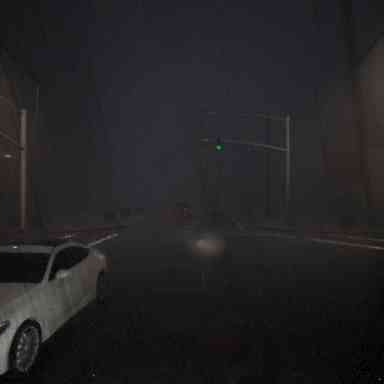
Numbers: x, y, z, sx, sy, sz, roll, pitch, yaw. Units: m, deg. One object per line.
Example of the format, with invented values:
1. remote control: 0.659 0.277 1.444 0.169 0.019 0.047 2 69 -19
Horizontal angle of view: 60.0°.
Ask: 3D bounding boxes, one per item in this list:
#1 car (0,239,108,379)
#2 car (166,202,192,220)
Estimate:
1. car: -2.867 1.617 5.802 1.812 1.442 4.674 0 -1 4
2. car: -1.188 1.726 32.141 2.097 1.767 4.553 0 -1 4
